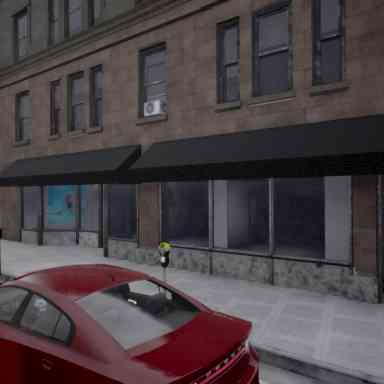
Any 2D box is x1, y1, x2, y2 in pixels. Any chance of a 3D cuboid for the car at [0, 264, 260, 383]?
[{"bbox_3d":[-1.468,1.545,3.893,4.507,1.381,1.887,0,0,35],"label":"car"}]
